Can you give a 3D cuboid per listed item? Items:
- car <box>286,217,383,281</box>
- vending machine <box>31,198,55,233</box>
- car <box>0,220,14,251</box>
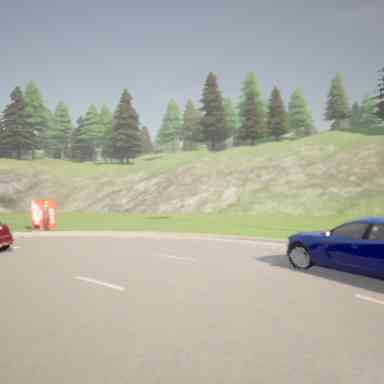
[{"bbox_3d":[4.535,1.349,8.218,1.882,1.535,5.008,-1,0,-29],"label":"car"},{"bbox_3d":[-9.261,1.446,20.744,0.880,2.100,1.100,-2,0,4],"label":"vending machine"},{"bbox_3d":[-9.632,1.615,13.132,4.553,1.767,2.097,-2,0,8],"label":"car"}]
